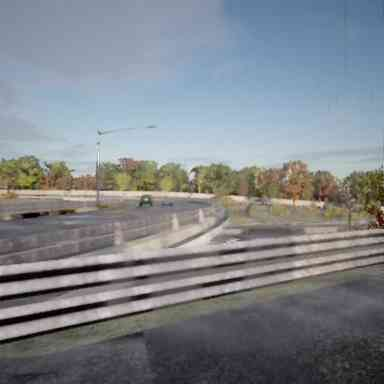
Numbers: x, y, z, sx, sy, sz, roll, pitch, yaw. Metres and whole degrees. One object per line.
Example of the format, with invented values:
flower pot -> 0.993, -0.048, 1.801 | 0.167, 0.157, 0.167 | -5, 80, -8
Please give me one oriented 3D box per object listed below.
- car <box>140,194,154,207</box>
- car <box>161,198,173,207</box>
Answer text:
car -> -7.591, 1.416, 55.720 | 2.150, 2.045, 5.566 | 1, 0, -6
car -> -4.258, 1.796, 57.480 | 1.994, 1.385, 4.181 | 1, 0, -5
